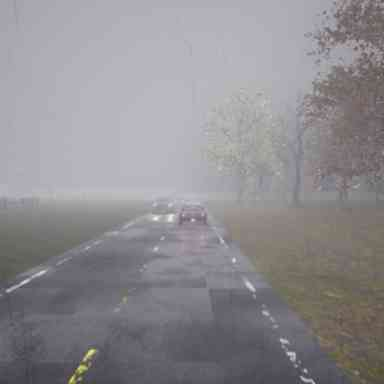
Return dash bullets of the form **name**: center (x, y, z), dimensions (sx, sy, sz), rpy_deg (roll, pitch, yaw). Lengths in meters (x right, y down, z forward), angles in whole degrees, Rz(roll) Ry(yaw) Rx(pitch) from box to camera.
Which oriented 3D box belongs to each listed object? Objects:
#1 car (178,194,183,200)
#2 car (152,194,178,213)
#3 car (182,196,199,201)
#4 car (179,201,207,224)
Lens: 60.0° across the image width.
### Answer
- **car**: center (-2.810, 1.204, 74.825), dimensions (1.882, 1.535, 5.008), rpy_deg (0, 0, 0)
- **car**: center (-2.870, 1.245, 34.515), dimensions (2.097, 1.767, 4.553), rpy_deg (0, 0, 0)
- **car**: center (0.052, 1.465, 42.860), dimensions (1.895, 1.301, 4.718), rpy_deg (0, 0, 0)
- **car**: center (0.075, 1.530, 23.808), dimensions (1.895, 1.301, 4.718), rpy_deg (0, 0, 0)
